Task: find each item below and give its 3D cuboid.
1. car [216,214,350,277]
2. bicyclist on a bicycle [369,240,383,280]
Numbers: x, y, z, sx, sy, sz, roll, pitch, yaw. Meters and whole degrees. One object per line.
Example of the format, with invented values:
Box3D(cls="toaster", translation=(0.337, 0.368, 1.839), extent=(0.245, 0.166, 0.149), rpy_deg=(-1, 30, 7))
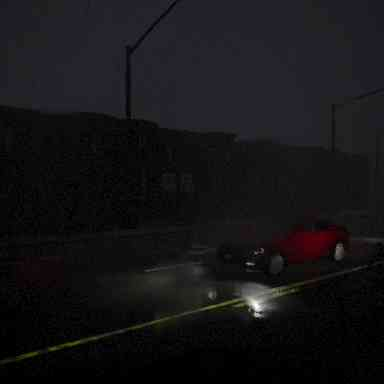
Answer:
Box3D(cls="car", translation=(2.986, 1.478, 10.501), extent=(5.008, 1.535, 1.882), rpy_deg=(0, 0, -36))
Box3D(cls="bicyclist on a bicycle", translation=(5.120, 1.455, 8.099), extent=(0.582, 1.620, 1.656), rpy_deg=(0, -2, -36))
